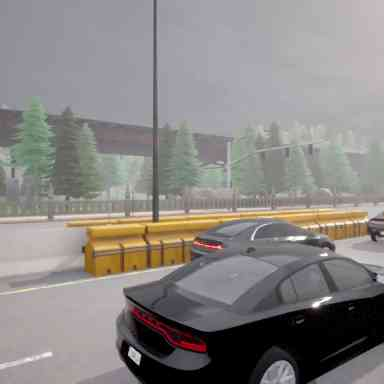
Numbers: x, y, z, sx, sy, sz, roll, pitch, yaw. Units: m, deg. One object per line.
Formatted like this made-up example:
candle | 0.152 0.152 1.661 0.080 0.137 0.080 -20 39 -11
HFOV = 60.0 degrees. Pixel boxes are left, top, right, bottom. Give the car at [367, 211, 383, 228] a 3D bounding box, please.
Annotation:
car | 9.872 1.490 15.101 4.902 1.511 2.128 0 0 -36

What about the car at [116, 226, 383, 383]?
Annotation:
car | 1.439 1.477 4.774 5.008 1.535 1.882 0 0 -36

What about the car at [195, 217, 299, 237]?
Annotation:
car | 2.206 1.504 9.626 4.892 1.490 1.837 0 0 -35
